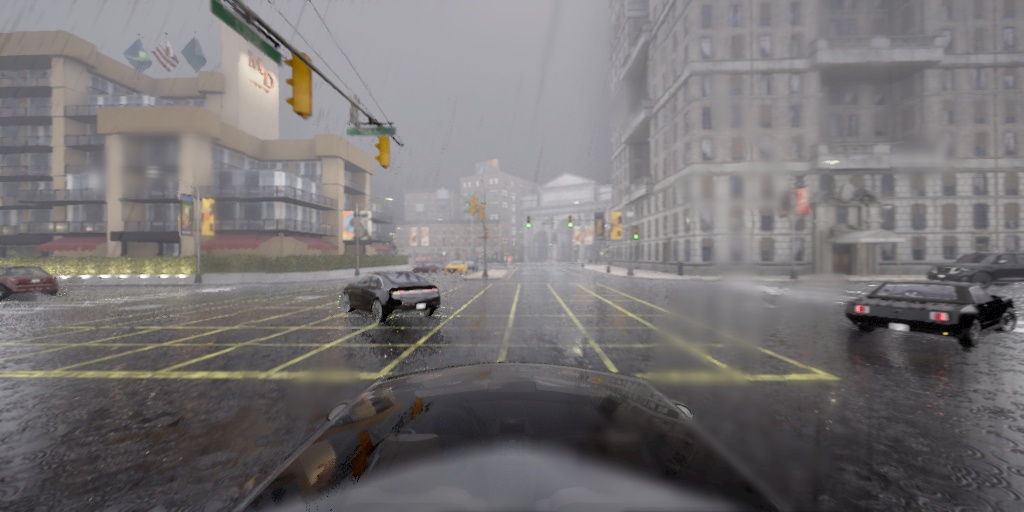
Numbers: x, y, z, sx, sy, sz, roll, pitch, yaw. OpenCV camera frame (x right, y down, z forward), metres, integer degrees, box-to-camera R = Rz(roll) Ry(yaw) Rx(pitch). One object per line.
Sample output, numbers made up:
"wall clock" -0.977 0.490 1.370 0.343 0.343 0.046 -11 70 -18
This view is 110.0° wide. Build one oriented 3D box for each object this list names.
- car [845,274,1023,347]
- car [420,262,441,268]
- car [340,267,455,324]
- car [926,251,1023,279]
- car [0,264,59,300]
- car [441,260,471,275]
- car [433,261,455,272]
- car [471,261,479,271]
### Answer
"car" 10.551 1.275 8.973 4.718 1.301 1.895 0 0 -27
"car" -9.790 1.456 40.973 1.895 1.301 4.718 0 0 3
"car" -4.328 1.283 12.400 2.128 1.511 4.902 0 0 -42
"car" 27.308 0.774 20.404 5.566 2.045 2.150 0 0 2
"car" -27.011 1.324 18.854 4.553 1.767 2.097 0 0 3
"car" -6.297 1.306 40.875 1.882 1.535 5.008 0 0 3
"car" -9.406 1.460 50.125 1.895 1.301 4.718 0 0 3
"car" -5.901 1.358 50.207 1.812 1.442 4.674 0 0 3
